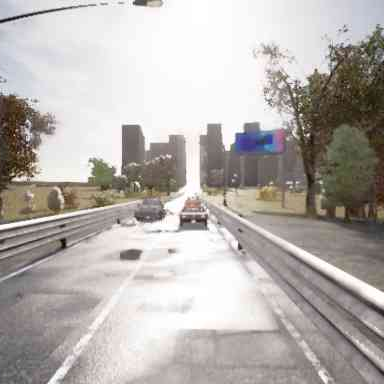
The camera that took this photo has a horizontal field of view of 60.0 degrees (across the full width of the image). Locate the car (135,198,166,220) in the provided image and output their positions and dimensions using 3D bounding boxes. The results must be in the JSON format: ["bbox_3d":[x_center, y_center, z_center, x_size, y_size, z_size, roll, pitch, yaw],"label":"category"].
[{"bbox_3d":[-3.349,1.343,27.372,2.097,1.767,4.553,0,0,0],"label":"car"}]

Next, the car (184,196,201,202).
[{"bbox_3d":[0.088,1.337,42.097,2.097,1.767,4.553,0,0,0],"label":"car"}]

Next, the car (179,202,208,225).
[{"bbox_3d":[0.100,1.593,23.567,1.895,1.301,4.718,0,0,0],"label":"car"}]
